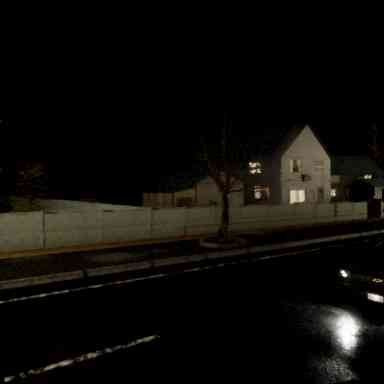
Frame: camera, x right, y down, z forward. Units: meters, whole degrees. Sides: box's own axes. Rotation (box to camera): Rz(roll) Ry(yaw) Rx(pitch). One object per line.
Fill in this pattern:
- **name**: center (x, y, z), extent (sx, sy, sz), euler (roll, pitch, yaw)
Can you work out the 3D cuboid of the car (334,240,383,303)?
- **car**: center (5.524, 1.542, 7.625), extent (5.357, 1.411, 2.033), euler (0, 0, -35)
